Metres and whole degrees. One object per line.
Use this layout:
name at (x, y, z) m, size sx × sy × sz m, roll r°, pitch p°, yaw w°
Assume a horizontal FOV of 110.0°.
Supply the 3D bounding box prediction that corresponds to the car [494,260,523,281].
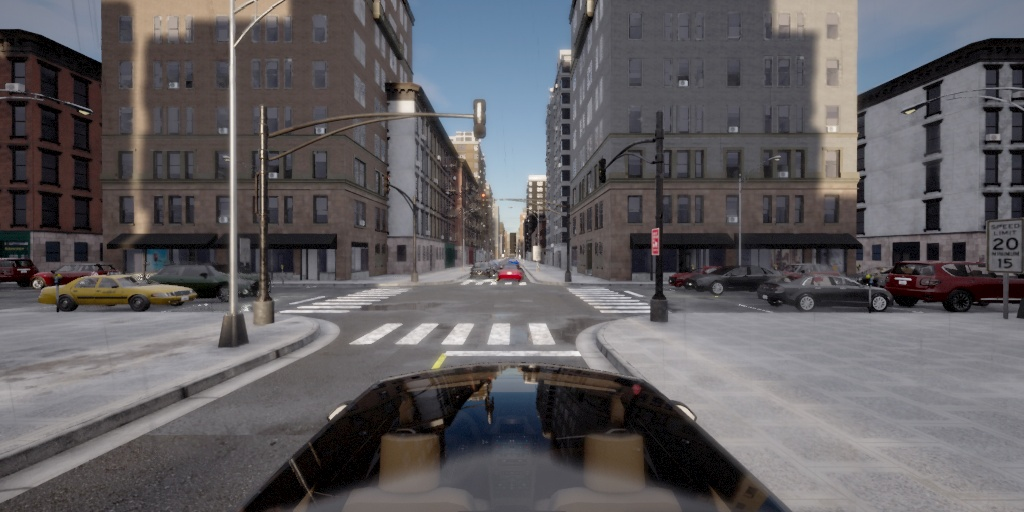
car at (-0.095, 1.318, 30.180) m, size 1.994 × 1.385 × 4.181 m, roll 0°, pitch 0°, yaw 3°

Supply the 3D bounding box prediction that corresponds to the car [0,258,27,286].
car at (-32.015, 1.041, 21.769) m, size 5.009 × 1.841 × 2.192 m, roll 0°, pitch 0°, yaw 0°

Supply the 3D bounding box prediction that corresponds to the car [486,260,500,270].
car at (-2.727, 1.289, 52.702) m, size 1.812 × 1.442 × 4.674 m, roll 0°, pitch 0°, yaw 1°

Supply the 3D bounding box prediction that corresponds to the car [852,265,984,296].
car at (21.400, 1.256, 19.061) m, size 4.892 × 1.490 × 1.837 m, roll 0°, pitch 0°, yaw 0°

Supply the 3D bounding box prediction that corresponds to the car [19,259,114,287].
car at (-26.353, 1.167, 21.751) m, size 4.097 × 1.591 × 1.967 m, roll 0°, pitch 0°, yaw 0°

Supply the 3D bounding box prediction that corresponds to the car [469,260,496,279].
car at (-2.779, 1.260, 33.003) m, size 1.837 × 1.490 × 4.892 m, roll 0°, pitch 0°, yaw 0°

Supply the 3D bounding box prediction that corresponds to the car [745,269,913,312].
car at (11.790, 1.325, 13.606) m, size 4.403 × 1.370 × 2.007 m, roll 0°, pitch 0°, yaw 0°

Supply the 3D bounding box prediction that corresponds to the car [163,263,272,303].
car at (-13.571, 1.109, 16.257) m, size 4.553 × 1.767 × 2.097 m, roll 0°, pitch 0°, yaw -1°

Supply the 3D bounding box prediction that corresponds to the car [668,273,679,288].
car at (11.816, 1.281, 21.631) m, size 4.507 × 1.381 × 1.888 m, roll 0°, pitch 0°, yaw 0°

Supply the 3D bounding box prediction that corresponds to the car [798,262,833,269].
car at (17.225, 1.177, 21.614) m, size 4.097 × 1.591 × 1.967 m, roll 0°, pitch 0°, yaw 0°

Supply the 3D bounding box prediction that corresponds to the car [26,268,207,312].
car at (-14.885, 1.294, 13.690) m, size 4.829 × 1.417 × 1.751 m, roll 0°, pitch 0°, yaw 0°

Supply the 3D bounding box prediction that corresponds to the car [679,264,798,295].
car at (11.918, 1.253, 19.088) m, size 4.892 × 1.490 × 1.837 m, roll 0°, pitch 0°, yaw 0°

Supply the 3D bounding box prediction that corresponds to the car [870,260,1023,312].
car at (17.200, 1.091, 13.589) m, size 5.009 × 1.841 × 2.192 m, roll 0°, pitch 0°, yaw 0°
